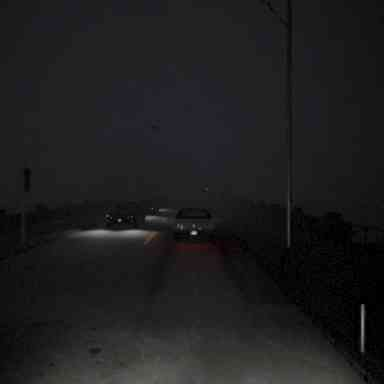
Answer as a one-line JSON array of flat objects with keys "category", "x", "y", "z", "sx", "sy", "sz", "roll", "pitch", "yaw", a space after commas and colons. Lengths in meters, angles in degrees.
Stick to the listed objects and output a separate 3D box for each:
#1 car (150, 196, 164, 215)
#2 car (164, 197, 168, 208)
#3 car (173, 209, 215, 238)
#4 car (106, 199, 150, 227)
[{"category": "car", "x": -4.107, "y": 1.324, "z": 31.006, "sx": 2.033, "sy": 1.411, "sz": 5.357, "roll": 0, "pitch": 0, "yaw": 0}, {"category": "car", "x": -4.046, "y": 1.250, "z": 41.347, "sx": 2.033, "sy": 1.411, "sz": 5.357, "roll": 0, "pitch": 0, "yaw": 0}, {"category": "car", "x": 0.075, "y": 1.480, "z": 16.740, "sx": 1.895, "sy": 1.301, "sz": 4.718, "roll": 0, "pitch": 0, "yaw": 0}, {"category": "car", "x": -4.120, "y": 1.351, "z": 21.308, "sx": 1.837, "sy": 1.490, "sz": 4.892, "roll": 0, "pitch": 0, "yaw": 0}]
